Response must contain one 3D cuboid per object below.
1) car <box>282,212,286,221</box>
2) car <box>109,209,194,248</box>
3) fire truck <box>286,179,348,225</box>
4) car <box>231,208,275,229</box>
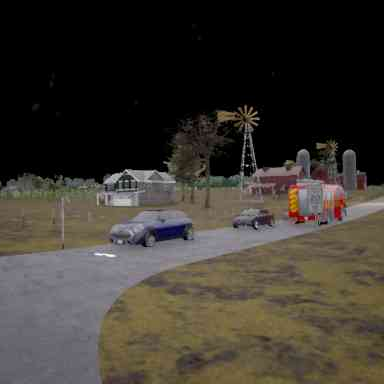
[{"bbox_3d":[10.827,2.230,34.061,1.895,1.301,4.718,-2,-1,36],"label":"car"},{"bbox_3d":[-1.884,1.656,16.554,2.097,1.767,4.553,-2,-2,36],"label":"car"},{"bbox_3d":[11.717,0.890,30.501,2.891,3.827,8.468,-2,-2,36],"label":"fire truck"},{"bbox_3d":[4.825,2.018,25.809,1.837,1.490,4.892,-2,-2,36],"label":"car"}]
